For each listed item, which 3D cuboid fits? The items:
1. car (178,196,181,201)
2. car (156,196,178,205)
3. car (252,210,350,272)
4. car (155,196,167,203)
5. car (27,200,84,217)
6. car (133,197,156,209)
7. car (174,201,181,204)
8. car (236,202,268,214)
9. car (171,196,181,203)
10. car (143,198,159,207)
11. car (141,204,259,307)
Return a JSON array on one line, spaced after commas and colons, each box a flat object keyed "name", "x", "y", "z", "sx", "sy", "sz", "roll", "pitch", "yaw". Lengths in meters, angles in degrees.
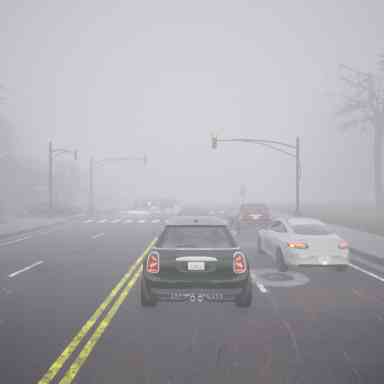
[{"name": "car", "x": -3.249, "y": 1.472, "z": 54.399, "sx": 2.128, "sy": 1.511, "sz": 4.902, "roll": 0, "pitch": 0, "yaw": 0}, {"name": "car", "x": -3.273, "y": 1.495, "z": 43.853, "sx": 1.837, "sy": 1.490, "sz": 4.892, "roll": 0, "pitch": 0, "yaw": 0}, {"name": "car", "x": 3.351, "y": 1.525, "z": 10.674, "sx": 1.812, "sy": 1.442, "sz": 4.674, "roll": 0, "pitch": 0, "yaw": 0}, {"name": "car", "x": -6.387, "y": 1.517, "z": 68.417, "sx": 2.033, "sy": 1.411, "sz": 5.357, "roll": 0, "pitch": 0, "yaw": 0}, {"name": "car", "x": -12.443, "y": 1.507, "z": 30.399, "sx": 4.902, "sy": 1.511, "sz": 2.128, "roll": 0, "pitch": 0, "yaw": -3}, {"name": "car", "x": -6.531, "y": 1.482, "z": 44.018, "sx": 2.128, "sy": 1.511, "sz": 4.902, "roll": 0, "pitch": 0, "yaw": 1}, {"name": "car", "x": 0.071, "y": 1.477, "z": 17.387, "sx": 1.882, "sy": 1.535, "sz": 5.008, "roll": 0, "pitch": 0, "yaw": 0}, {"name": "car", "x": 3.342, "y": 1.351, "z": 19.468, "sx": 2.097, "sy": 1.767, "sz": 4.553, "roll": 0, "pitch": 0, "yaw": 0}, {"name": "car", "x": -3.154, "y": 1.495, "z": 67.612, "sx": 1.812, "sy": 1.442, "sz": 4.674, "roll": 0, "pitch": 0, "yaw": 1}, {"name": "car", "x": -6.497, "y": 1.583, "z": 53.461, "sx": 1.895, "sy": 1.301, "sz": 4.718, "roll": 0, "pitch": 0, "yaw": 0}, {"name": "car", "x": 0.090, "y": 1.352, "z": 8.122, "sx": 2.097, "sy": 1.767, "sz": 4.553, "roll": 0, "pitch": 0, "yaw": 0}]
